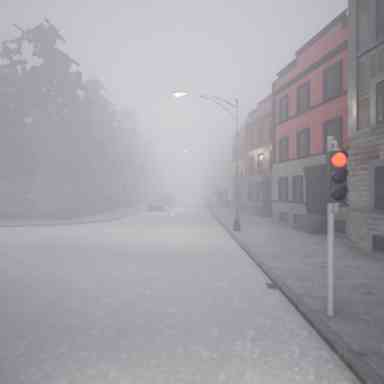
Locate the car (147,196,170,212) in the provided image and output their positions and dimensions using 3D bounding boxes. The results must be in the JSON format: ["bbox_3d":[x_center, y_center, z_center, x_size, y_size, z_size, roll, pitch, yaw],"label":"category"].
[{"bbox_3d":[-4.095,1.571,39.352,2.033,1.411,5.357,0,0,0],"label":"car"}]

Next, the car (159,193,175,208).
[{"bbox_3d":[-4.088,1.251,49.613,2.150,2.045,5.566,0,0,0],"label":"car"}]
